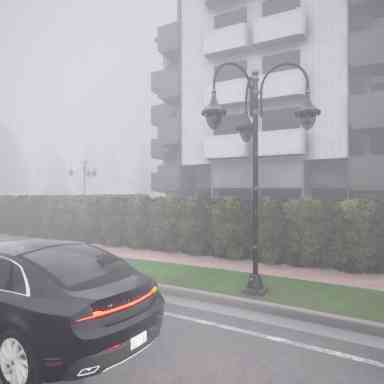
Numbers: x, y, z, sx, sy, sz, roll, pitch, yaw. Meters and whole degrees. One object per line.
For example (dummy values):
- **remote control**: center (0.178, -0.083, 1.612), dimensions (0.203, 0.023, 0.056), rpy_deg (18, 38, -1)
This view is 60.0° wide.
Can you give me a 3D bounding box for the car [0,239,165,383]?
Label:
- **car**: center (-2.717, 1.505, 5.169), dimensions (4.892, 1.490, 1.837), rpy_deg (0, 0, 31)
